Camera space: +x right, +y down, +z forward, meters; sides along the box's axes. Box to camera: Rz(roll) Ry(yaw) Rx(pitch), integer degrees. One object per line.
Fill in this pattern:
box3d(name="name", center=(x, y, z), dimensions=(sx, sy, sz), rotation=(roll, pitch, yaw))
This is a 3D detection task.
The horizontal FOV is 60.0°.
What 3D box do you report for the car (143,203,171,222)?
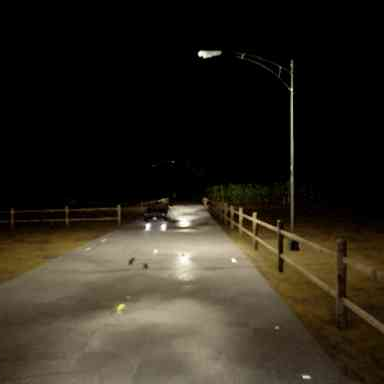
box3d(name="car", center=(-2.773, 1.621, 27.671), dimensions=(2.033, 1.411, 5.357), rotation=(0, 0, 0))
